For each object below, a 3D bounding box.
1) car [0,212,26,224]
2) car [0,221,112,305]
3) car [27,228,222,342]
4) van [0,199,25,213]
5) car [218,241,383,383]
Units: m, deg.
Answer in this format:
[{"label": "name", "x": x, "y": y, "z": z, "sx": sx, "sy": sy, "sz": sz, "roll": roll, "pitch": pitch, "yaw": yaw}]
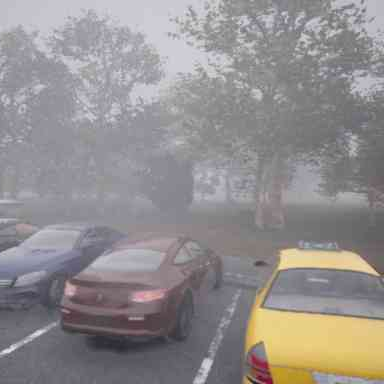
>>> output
[{"label": "car", "x": -5.461, "y": 1.514, "z": 9.889, "sx": 2.002, "sy": 1.452, "sz": 4.674, "roll": 0, "pitch": -1, "yaw": 14}, {"label": "car", "x": -3.045, "y": 1.518, "z": 8.187, "sx": 2.002, "sy": 1.452, "sz": 4.674, "roll": 1, "pitch": 0, "yaw": 15}, {"label": "car", "x": -0.622, "y": 1.523, "z": 6.508, "sx": 2.002, "sy": 1.452, "sz": 4.674, "roll": 0, "pitch": -1, "yaw": 15}, {"label": "van", "x": -7.929, "y": 1.242, "z": 11.463, "sx": 1.878, "sy": 1.987, "sz": 4.442, "roll": 1, "pitch": -1, "yaw": 14}, {"label": "car", "x": 1.859, "y": 1.485, "z": 4.982, "sx": 1.946, "sy": 1.575, "sz": 5.366, "roll": 0, "pitch": -1, "yaw": 15}]
